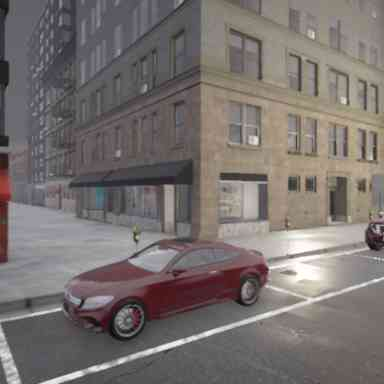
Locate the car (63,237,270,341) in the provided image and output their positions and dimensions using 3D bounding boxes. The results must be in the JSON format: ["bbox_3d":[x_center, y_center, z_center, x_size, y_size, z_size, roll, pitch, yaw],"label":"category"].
[{"bbox_3d":[-0.266,1.582,6.454,4.206,1.307,1.802,0,0,-35],"label":"car"}]

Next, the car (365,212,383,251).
[{"bbox_3d":[8.777,1.309,12.901,5.009,1.841,2.192,0,0,-35],"label":"car"}]
